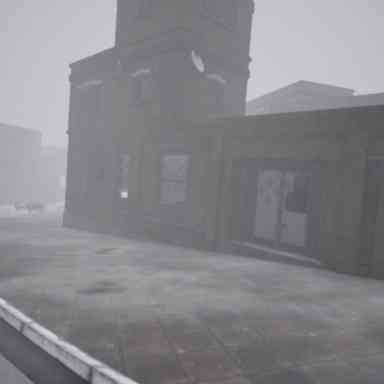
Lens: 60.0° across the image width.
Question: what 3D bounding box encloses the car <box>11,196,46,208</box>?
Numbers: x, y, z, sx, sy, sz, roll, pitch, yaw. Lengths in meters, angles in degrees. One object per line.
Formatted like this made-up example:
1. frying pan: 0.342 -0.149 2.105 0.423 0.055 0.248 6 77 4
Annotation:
1. car: -22.828 1.429 46.677 1.837 1.490 4.892 4 -1 9

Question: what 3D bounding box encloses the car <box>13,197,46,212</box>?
1. car: -19.774 1.570 40.866 2.128 1.511 4.902 4 -1 3

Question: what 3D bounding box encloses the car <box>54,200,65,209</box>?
1. car: -18.616 1.888 50.783 2.033 1.411 5.357 5 -1 16
